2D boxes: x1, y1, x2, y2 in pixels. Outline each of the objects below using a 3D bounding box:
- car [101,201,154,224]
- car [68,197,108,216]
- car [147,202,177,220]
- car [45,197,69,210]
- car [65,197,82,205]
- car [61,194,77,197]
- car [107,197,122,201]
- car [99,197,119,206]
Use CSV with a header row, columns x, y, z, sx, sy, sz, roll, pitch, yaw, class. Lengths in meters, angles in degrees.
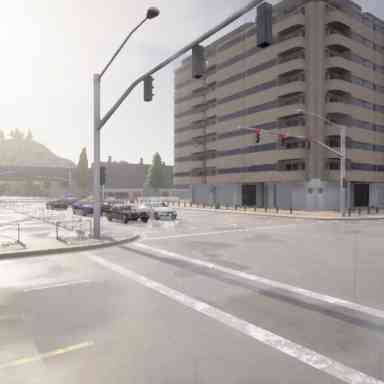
x,y,z,sx,sy,sz,roll,pitch,yaw,class
-5.051,1.656,25.590,1.895,1.301,4.718,0,0,-35,car
-10.467,1.533,33.235,1.882,1.535,5.008,0,0,-35,car
-3.105,1.581,28.925,1.812,1.442,4.674,0,0,-35,car
-17.638,1.656,43.373,1.895,1.301,4.718,0,0,-35,car
-22.117,1.619,62.122,1.994,1.385,4.181,0,0,-35,car
-18.768,1.279,51.081,2.150,2.045,5.566,0,0,-35,car
-8.465,1.560,36.465,1.837,1.490,4.892,0,0,-35,car
-14.309,1.581,57.155,1.812,1.442,4.674,0,0,-35,car
